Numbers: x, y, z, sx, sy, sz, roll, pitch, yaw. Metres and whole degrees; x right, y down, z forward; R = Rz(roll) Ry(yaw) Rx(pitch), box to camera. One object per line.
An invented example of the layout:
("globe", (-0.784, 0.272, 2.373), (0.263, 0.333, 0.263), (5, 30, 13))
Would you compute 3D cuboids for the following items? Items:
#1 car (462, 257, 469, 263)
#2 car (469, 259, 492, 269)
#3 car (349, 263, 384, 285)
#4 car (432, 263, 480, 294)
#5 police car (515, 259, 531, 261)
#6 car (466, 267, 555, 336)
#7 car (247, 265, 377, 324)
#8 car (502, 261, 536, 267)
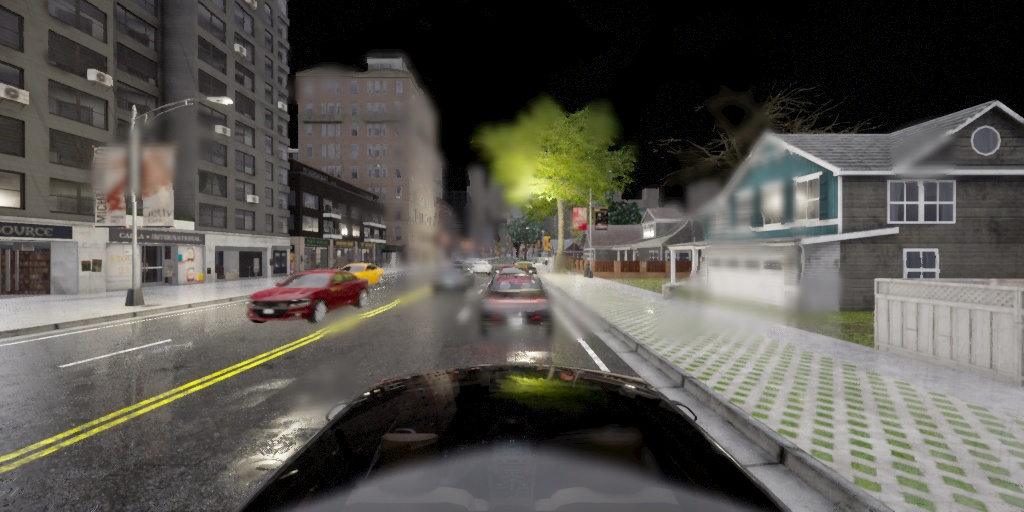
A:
("car", (-6.516, 1.218, 58.648), (1.812, 1.442, 4.674), (0, 0, 0))
("car", (-3.106, 1.245, 38.105), (1.812, 1.442, 4.674), (0, 0, 1))
("car", (-9.824, 1.216, 22.925), (1.882, 1.535, 5.008), (0, 0, 0))
("car", (-3.128, 1.305, 20.035), (1.994, 1.385, 4.181), (0, 0, 0))
("police car", (1.008, 1.156, 29.590), (1.930, 1.638, 5.238), (0, 0, 0))
("car", (0.113, 1.239, 10.357), (2.128, 1.511, 4.902), (0, 0, 0))
("car", (-6.586, 1.224, 12.207), (1.882, 1.535, 5.008), (0, 0, 0))
("car", (0.122, 1.219, 19.860), (1.882, 1.535, 5.008), (0, 0, 0))
